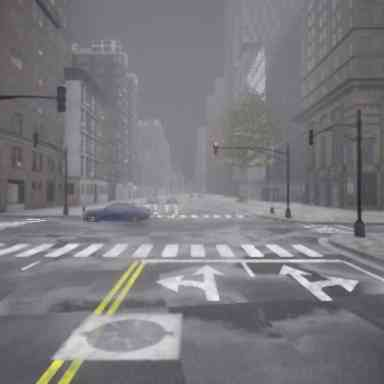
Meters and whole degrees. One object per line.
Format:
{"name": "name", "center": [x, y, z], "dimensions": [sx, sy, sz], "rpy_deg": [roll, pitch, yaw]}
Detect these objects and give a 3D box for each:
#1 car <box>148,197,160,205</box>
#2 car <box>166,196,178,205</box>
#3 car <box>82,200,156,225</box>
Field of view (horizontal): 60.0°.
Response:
{"name": "car", "center": [-6.632, 1.484, 57.165], "dimensions": [1.994, 1.385, 4.181], "rpy_deg": [0, 0, 0]}
{"name": "car", "center": [-3.382, 1.425, 57.124], "dimensions": [1.837, 1.490, 4.892], "rpy_deg": [0, 0, 0]}
{"name": "car", "center": [-5.085, 1.452, 22.816], "dimensions": [4.674, 1.442, 1.812], "rpy_deg": [1, 0, 0]}
